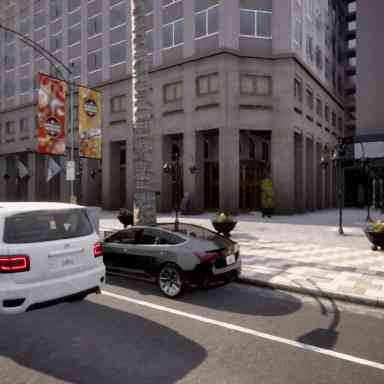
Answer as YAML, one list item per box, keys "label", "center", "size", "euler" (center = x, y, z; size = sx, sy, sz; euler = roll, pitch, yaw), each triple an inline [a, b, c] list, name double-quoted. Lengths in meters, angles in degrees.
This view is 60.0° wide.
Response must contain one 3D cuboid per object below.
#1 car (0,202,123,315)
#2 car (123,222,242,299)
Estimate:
- label: "car"
  center: [-4.236, 1.221, 7.012]
  size: [5.566, 2.045, 2.150]
  euler: [0, 0, 35]
- label: "car"
  center: [-1.076, 1.513, 8.554]
  size: [4.786, 1.482, 2.161]
  euler: [0, 0, 35]
